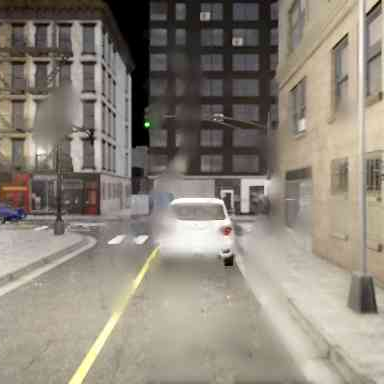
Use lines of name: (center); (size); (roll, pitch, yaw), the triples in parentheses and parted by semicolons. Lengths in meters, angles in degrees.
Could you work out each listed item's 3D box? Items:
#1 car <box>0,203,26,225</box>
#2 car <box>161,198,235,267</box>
car: (-13.901, 1.489, 22.891); (4.674, 1.442, 1.812); (0, 0, 1)
car: (0.296, 1.214, 11.626); (2.150, 2.045, 5.566); (0, 0, 4)
